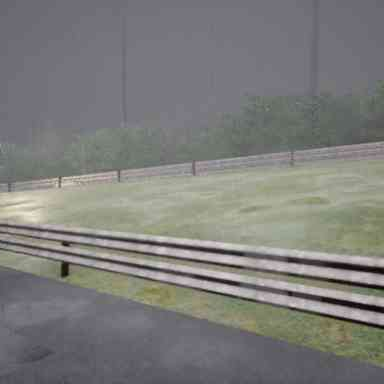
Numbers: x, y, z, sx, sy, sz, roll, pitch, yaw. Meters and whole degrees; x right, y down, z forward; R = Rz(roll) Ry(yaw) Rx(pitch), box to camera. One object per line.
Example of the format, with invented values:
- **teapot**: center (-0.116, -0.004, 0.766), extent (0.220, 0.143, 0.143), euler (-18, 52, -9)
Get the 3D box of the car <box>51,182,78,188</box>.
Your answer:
- **car**: center (-20.080, -1.018, 52.518), extent (4.674, 1.442, 1.812), euler (-4, -2, 25)
